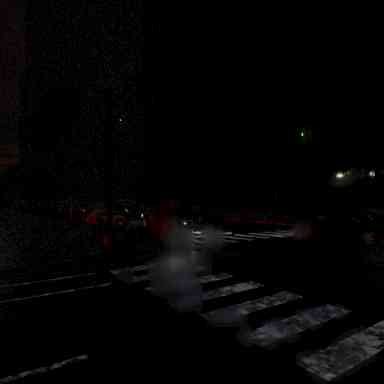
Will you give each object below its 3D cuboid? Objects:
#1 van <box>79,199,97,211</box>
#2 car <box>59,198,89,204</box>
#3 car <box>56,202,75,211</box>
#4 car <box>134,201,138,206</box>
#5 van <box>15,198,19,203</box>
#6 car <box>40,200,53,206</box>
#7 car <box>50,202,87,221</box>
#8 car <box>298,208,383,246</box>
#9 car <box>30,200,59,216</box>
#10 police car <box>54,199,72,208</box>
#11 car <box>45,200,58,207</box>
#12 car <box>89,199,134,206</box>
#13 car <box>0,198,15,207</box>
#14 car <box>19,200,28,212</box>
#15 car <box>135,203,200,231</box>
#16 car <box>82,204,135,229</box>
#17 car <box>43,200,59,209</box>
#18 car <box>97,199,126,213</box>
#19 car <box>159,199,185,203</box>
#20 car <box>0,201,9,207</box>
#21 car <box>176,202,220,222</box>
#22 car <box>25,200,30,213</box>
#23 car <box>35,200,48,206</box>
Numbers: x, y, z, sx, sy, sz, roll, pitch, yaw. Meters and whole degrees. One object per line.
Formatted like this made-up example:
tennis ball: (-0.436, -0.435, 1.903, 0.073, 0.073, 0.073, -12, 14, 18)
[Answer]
van: (-17.047, 2.035, 54.374, 1.690, 1.788, 3.998, -1, 0, -35)
car: (-13.731, 1.754, 39.566, 2.150, 2.045, 5.566, 0, -1, -35)
car: (-21.241, 2.353, 55.646, 1.895, 1.301, 4.718, 0, -1, -35)
car: (-5.273, 2.003, 37.774, 1.802, 1.307, 4.206, -1, 0, -35)
van: (-26.163, 2.121, 52.420, 1.690, 1.788, 3.998, -1, 0, -35)
car: (-34.724, 2.658, 79.190, 1.947, 1.339, 4.313, -1, 0, -35)
car: (-12.007, 2.003, 32.507, 2.008, 1.369, 4.403, -1, 0, -35)
car: (7.300, 1.510, 15.498, 1.837, 1.490, 4.892, 0, -1, -35)
car: (-17.673, 1.899, 40.473, 2.192, 1.841, 5.009, -1, 0, -35)
police car: (-25.434, 2.305, 65.449, 1.930, 1.638, 5.238, 0, -1, -35)
car: (-31.710, 2.593, 74.949, 1.947, 1.339, 4.313, -1, 0, -35)
car: (-7.575, 1.740, 30.889, 2.097, 1.767, 4.553, 0, -1, -35)
car: (-41.269, 2.665, 73.681, 1.887, 1.381, 4.507, -1, 0, -35)
car: (-23.330, 2.155, 48.437, 1.967, 1.590, 4.097, -1, 0, -35)
car: (-1.819, 1.758, 22.826, 1.837, 1.490, 4.892, 0, -1, -35)
car: (-6.248, 1.842, 24.404, 1.752, 1.417, 4.829, -1, 0, -35)
car: (-26.975, 2.388, 63.706, 1.837, 1.490, 4.892, 0, -1, -35)
car: (-11.163, 1.873, 46.074, 2.192, 1.841, 5.009, -1, 0, -35)
car: (-2.337, 1.667, 33.624, 2.192, 1.841, 5.009, -1, 0, -35)
car: (-44.382, 2.769, 78.064, 1.802, 1.307, 4.206, -1, 0, -35)
car: (0.611, 1.827, 29.474, 1.887, 1.381, 4.507, -1, 0, -35)
car: (-20.498, 2.195, 44.455, 1.887, 1.381, 4.507, -1, 0, -35)
car: (-37.738, 2.708, 83.430, 2.008, 1.369, 4.403, -1, 0, -35)
